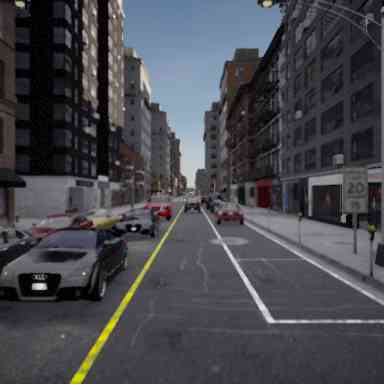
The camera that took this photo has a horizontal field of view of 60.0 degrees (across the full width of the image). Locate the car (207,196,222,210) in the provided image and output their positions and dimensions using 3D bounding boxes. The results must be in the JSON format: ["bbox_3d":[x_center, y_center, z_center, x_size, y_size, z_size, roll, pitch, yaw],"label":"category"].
[{"bbox_3d":[3.029,1.582,38.284,1.837,1.490,4.892,0,0,0],"label":"car"}]

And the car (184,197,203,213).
[{"bbox_3d":[0.061,1.589,38.422,1.837,1.490,4.892,0,0,0],"label":"car"}]

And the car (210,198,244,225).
[{"bbox_3d":[2.643,1.490,24.598,1.967,1.590,4.097,0,0,0],"label":"car"}]

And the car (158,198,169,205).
[{"bbox_3d":[-5.371,1.729,62.783,1.802,1.307,4.206,0,0,0],"label":"car"}]

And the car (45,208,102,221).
[{"bbox_3d":[-5.385,1.585,13.700,1.887,1.381,4.507,0,0,0],"label":"car"}]

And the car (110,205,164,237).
[{"bbox_3d":[-2.843,1.610,18.187,1.994,1.385,4.181,0,0,0],"label":"car"}]

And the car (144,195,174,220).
[{"bbox_3d":[-2.835,1.291,28.847,2.150,2.045,5.566,0,0,0],"label":"car"}]

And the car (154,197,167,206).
[{"bbox_3d":[-5.372,1.659,57.160,1.752,1.417,4.829,0,0,0],"label":"car"}]

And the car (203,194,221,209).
[{"bbox_3d":[2.992,1.320,45.314,2.150,2.045,5.566,0,0,0],"label":"car"}]

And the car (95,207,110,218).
[{"bbox_3d":[-5.384,1.578,18.984,1.752,1.417,4.829,0,0,0],"label":"car"}]

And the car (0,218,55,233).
[{"bbox_3d":[-5.387,1.578,8.245,2.008,1.369,4.403,0,0,0],"label":"car"}]

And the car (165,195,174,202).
[{"bbox_3d":[-5.367,1.638,79.144,1.967,1.590,4.097,0,0,0],"label":"car"}]

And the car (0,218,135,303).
[{"bbox_3d":[-2.848,1.587,8.213,1.994,1.385,4.181,0,0,0],"label":"car"}]
